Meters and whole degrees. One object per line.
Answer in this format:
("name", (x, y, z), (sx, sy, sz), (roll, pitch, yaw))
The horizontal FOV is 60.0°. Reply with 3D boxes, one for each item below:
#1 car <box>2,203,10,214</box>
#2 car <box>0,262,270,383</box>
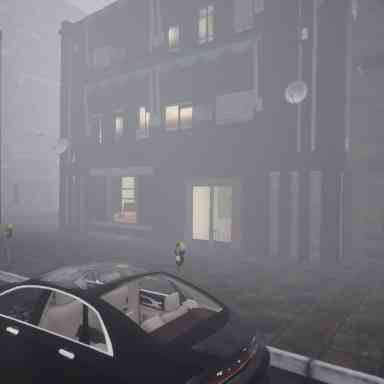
("car", (-21.544, 1.623, 34.882), (2.008, 1.369, 4.403), (1, 0, 36))
("car", (-1.300, 1.550, 3.939), (4.403, 1.369, 2.008), (0, 1, 35))
